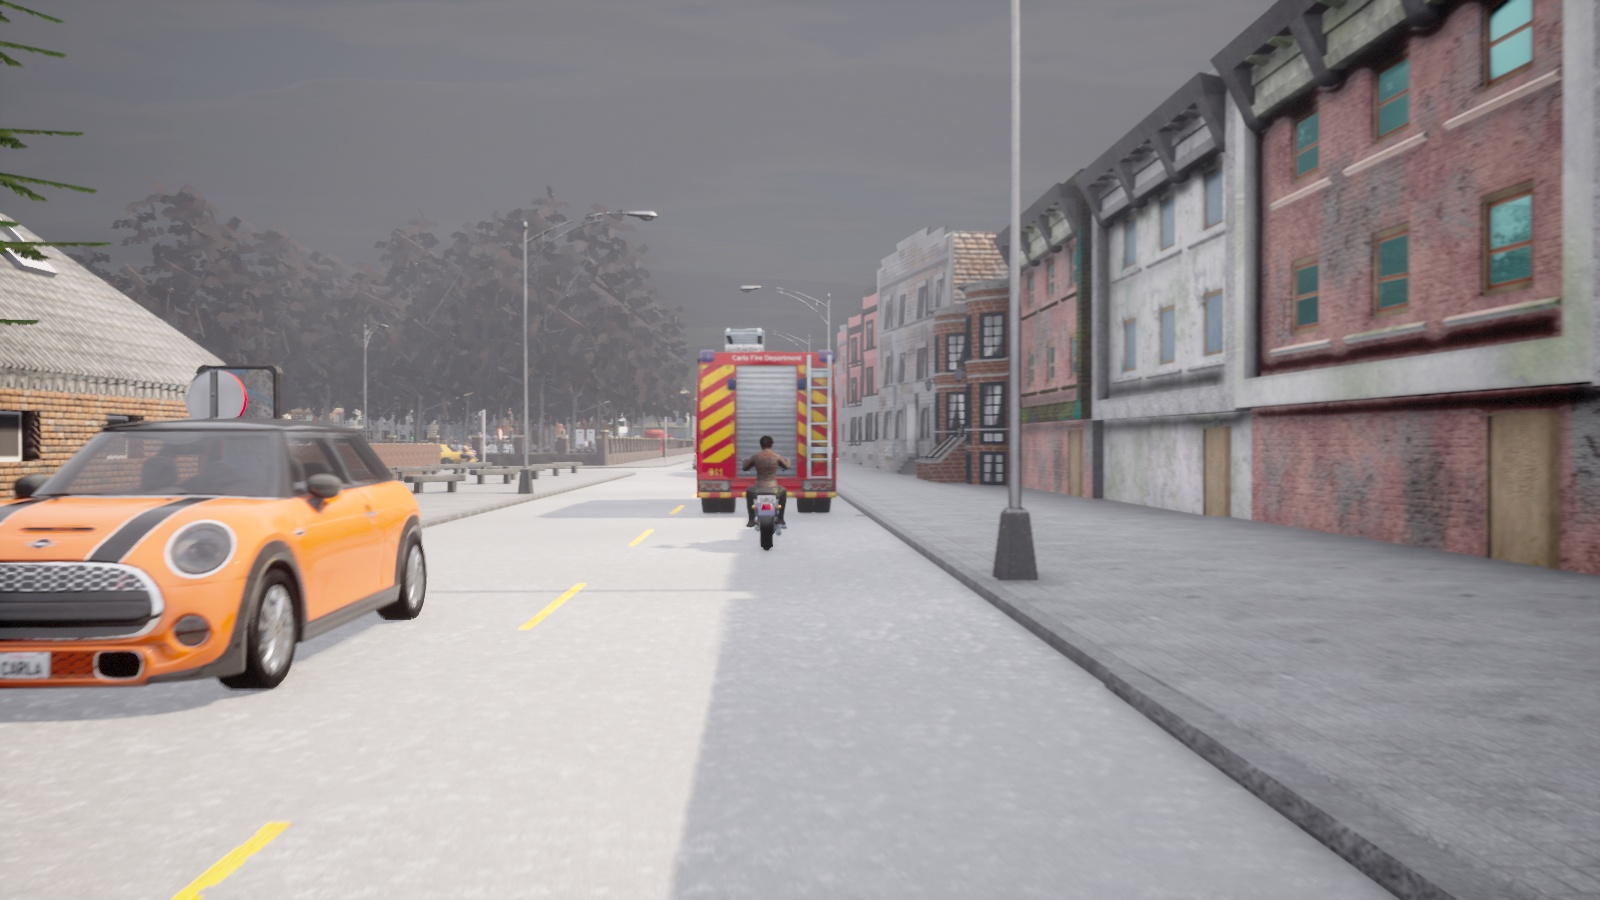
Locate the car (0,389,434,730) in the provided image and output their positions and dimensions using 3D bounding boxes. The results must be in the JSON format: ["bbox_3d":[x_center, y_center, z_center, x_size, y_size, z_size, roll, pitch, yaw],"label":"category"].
[{"bbox_3d":[-4.219,0.553,8.783,2.097,1.767,4.553,0,0,-1],"label":"car"}]

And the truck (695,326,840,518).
[{"bbox_3d":[-0.752,-0.584,29.336,2.891,3.827,8.468,0,0,-1],"label":"truck"}]

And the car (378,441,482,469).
[{"bbox_3d":[-20.754,0.277,70.585,5.366,1.575,1.801,0,0,-4],"label":"car"}]

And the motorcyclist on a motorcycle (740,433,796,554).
[{"bbox_3d":[-0.466,0.593,18.313,0.766,1.649,2.350,0,0,-1],"label":"motorcyclist on a motorcycle"}]
